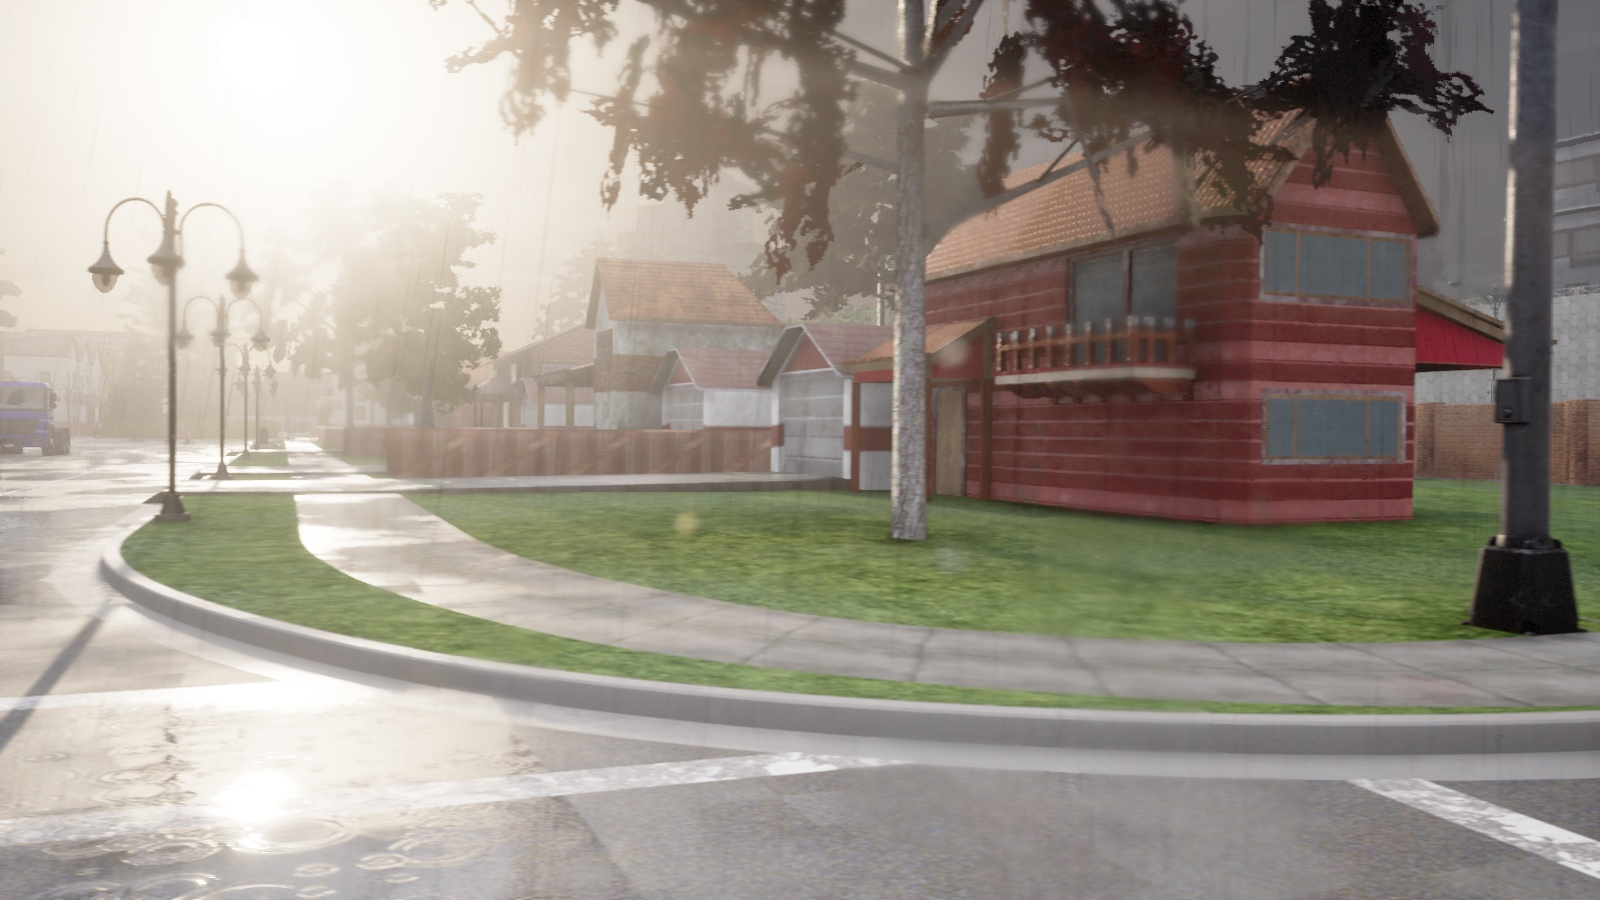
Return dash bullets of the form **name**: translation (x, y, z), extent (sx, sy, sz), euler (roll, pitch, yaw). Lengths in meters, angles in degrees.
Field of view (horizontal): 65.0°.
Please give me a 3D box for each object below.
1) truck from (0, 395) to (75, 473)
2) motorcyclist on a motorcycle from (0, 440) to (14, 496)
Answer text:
- **truck**: translation (-36.575, -0.698, 59.379), extent (2.891, 3.462, 7.936), euler (-1, 0, -22)
- **motorcyclist on a motorcycle**: translation (-22.890, 0.501, 35.493), extent (0.797, 1.523, 2.044), euler (-1, 1, -22)
